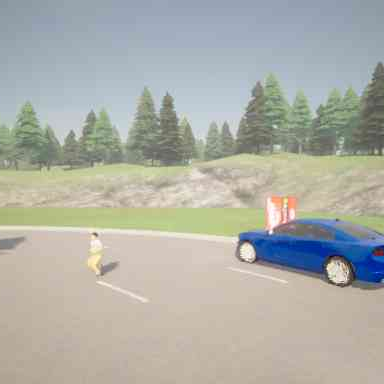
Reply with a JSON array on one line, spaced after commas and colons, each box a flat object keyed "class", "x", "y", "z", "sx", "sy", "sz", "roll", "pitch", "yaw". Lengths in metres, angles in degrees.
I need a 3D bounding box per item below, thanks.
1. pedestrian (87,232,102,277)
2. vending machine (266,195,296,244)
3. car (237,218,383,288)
[{"class": "pedestrian", "x": -2.504, "y": 1.574, "z": 8.796, "sx": 0.375, "sy": 1.300, "sz": 0.375, "roll": 0, "pitch": 0, "yaw": 41}, {"class": "vending machine", "x": 4.051, "y": 1.195, "z": 15.098, "sx": 0.880, "sy": 2.100, "sz": 1.100, "roll": 0, "pitch": 0, "yaw": 43}, {"class": "car", "x": 3.390, "y": 1.477, "z": 9.524, "sx": 1.882, "sy": 1.535, "sz": 5.008, "roll": 0, "pitch": 0, "yaw": -34}]
